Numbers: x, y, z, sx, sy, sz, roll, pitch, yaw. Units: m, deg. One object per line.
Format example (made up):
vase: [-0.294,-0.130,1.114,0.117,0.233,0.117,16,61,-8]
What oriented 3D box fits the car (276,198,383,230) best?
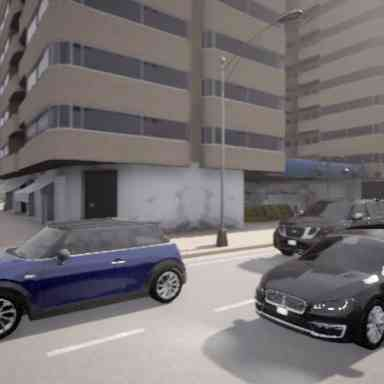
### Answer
car: [5.435,1.263,12.169,5.566,2.045,2.150,0,0,-35]

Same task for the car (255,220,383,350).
car: [3.321,1.527,6.363,4.892,1.490,1.837,0,0,-35]

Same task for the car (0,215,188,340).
car: [-2.372,1.358,6.601,4.553,1.767,2.097,0,0,-36]
